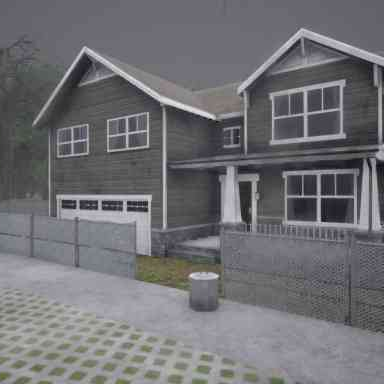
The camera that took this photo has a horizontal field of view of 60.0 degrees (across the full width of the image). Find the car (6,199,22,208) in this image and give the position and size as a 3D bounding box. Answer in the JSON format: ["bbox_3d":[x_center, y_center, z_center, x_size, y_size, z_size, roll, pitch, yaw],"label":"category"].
[{"bbox_3d":[-17.242,1.465,31.796,4.902,1.511,2.128,0,0,-32],"label":"car"}]
